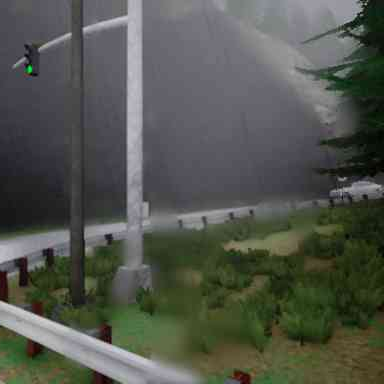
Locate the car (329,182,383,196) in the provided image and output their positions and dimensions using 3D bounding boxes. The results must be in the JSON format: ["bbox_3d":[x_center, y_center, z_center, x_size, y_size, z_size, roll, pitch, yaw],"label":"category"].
[{"bbox_3d":[14.517,-0.159,29.438,4.674,1.442,1.812,-4,1,-8],"label":"car"}]
